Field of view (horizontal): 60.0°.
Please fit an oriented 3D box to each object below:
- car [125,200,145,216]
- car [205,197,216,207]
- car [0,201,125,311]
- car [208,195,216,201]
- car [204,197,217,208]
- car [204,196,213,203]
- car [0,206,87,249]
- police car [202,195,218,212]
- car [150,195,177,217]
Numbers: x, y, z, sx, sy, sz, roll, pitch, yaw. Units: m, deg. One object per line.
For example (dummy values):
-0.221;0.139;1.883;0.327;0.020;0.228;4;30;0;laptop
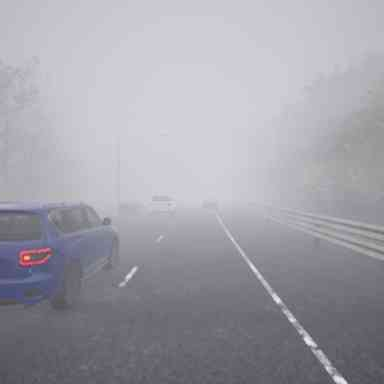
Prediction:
-6.098;1.535;33.866;1.882;1.535;5.008;0;0;3;car
3.205;1.628;56.676;1.837;1.490;4.892;0;0;4;car
-3.335;1.232;7.927;2.150;2.045;5.566;0;0;1;car
5.613;1.634;92.350;2.033;1.411;5.357;0;0;7;car
2.786;1.584;50.766;1.882;1.535;5.008;0;0;4;car
3.719;1.585;75.047;1.812;1.442;4.674;0;0;6;car
-6.702;1.526;15.667;1.837;1.490;4.892;0;0;1;car
2.195;1.506;41.019;1.930;1.638;5.238;0;0;3;police car
-2.680;1.277;32.068;2.150;2.045;5.566;0;0;2;car
